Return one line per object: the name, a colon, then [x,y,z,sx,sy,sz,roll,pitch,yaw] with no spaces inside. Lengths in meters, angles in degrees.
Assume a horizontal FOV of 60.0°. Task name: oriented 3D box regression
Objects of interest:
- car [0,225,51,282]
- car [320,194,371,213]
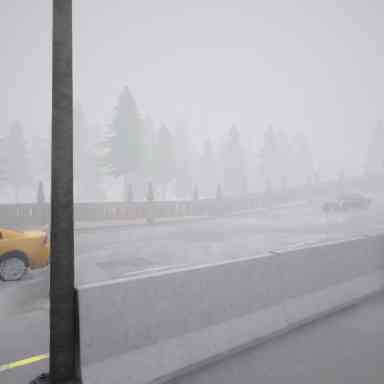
car: [-6.149,1.479,8.114,5.008,1.535,1.882,0,0,-38]
car: [12.311,0.860,26.593,4.718,1.301,1.895,-6,3,-37]
